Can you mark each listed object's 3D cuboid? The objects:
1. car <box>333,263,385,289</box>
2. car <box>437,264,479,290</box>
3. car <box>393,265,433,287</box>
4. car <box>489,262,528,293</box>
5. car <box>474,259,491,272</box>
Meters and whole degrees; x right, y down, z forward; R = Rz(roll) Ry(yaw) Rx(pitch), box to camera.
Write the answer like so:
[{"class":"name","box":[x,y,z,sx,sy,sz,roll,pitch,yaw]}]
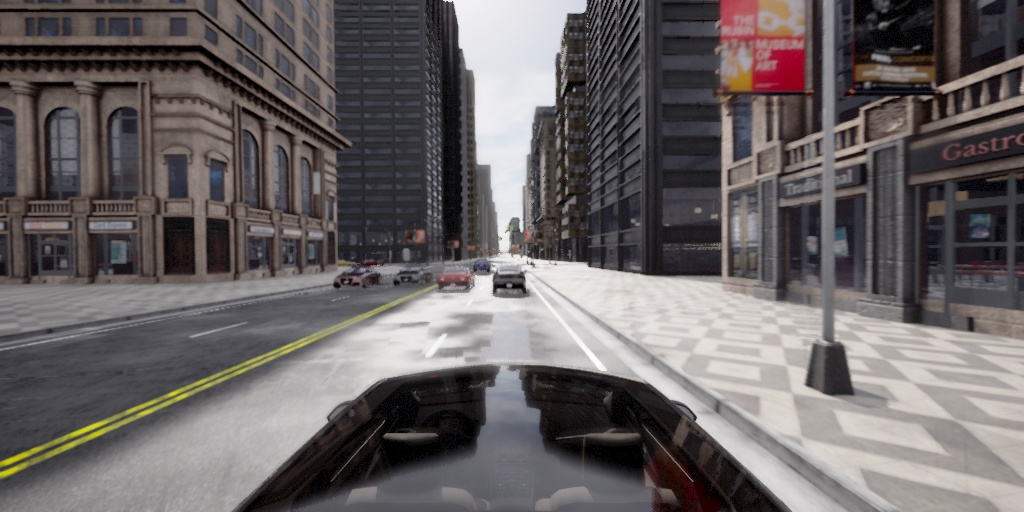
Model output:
[{"class":"car","box":[-10.154,1.394,23.927,1.994,1.385,4.181,-1,0,-1]},{"class":"car","box":[-3.442,1.370,22.907,1.895,1.301,4.718,-1,0,-1]},{"class":"car","box":[-6.925,1.364,25.396,1.994,1.385,4.181,-1,0,-1]},{"class":"car","box":[-0.165,1.247,20.694,1.837,1.490,4.892,-1,1,-1]},{"class":"car","box":[-3.795,1.111,46.166,2.097,1.767,4.553,-1,0,-1]}]
